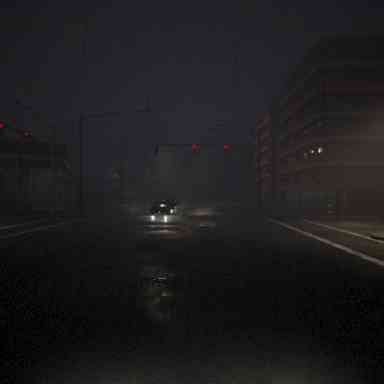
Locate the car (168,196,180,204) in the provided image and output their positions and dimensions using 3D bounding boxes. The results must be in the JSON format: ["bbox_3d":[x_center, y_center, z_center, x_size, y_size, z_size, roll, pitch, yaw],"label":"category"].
[{"bbox_3d":[-3.409,1.564,62.547,1.994,1.385,4.181,0,0,0],"label":"car"}]

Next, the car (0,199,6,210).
[{"bbox_3d":[-24.063,1.456,38.891,3.806,1.475,1.970,0,0,1],"label":"car"}]

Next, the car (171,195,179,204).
[{"bbox_3d":[-3.344,1.352,52.529,2.097,1.767,4.553,0,0,0],"label":"car"}]

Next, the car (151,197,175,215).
[{"bbox_3d":[-3.183,1.547,34.692,2.033,1.411,5.357,0,0,-1],"label":"car"}]

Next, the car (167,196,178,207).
[{"bbox_3d":[-3.268,1.564,43.933,1.994,1.385,4.181,0,0,-1],"label":"car"}]

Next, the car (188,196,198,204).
[{"bbox_3d":[0.231,1.526,64.979,1.812,1.442,4.674,0,0,0],"label":"car"}]
